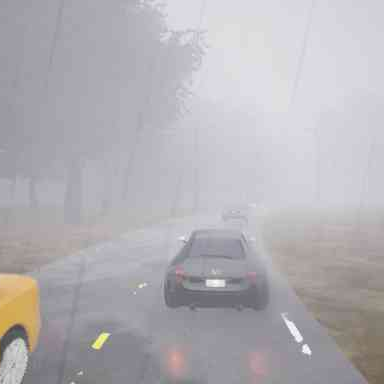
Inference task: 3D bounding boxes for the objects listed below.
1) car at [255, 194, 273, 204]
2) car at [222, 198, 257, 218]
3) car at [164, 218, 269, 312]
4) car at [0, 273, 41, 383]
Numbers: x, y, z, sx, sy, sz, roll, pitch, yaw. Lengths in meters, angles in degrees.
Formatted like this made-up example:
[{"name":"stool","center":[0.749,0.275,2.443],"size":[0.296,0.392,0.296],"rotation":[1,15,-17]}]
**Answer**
[{"name":"car","center":[11.038,1.047,51.648],"size":[2.033,1.411,5.357],"rotation":[-1,1,29]},{"name":"car","center":[3.487,1.425,25.179],"size":[2.033,1.411,5.357],"rotation":[0,0,15]},{"name":"car","center":[0.585,1.550,7.801],"size":[1.994,1.385,4.181],"rotation":[0,0,5]},{"name":"car","center":[-2.925,1.479,2.236],"size":[1.882,1.535,5.008],"rotation":[0,0,2]}]
